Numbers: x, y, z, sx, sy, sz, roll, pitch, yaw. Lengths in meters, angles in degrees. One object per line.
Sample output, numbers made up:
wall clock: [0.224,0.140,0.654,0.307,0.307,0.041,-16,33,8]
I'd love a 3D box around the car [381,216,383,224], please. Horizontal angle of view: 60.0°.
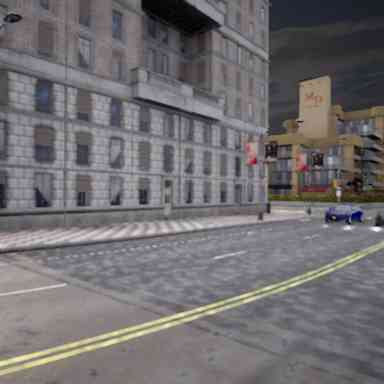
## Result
car: [9.063,1.668,12.952,1.812,1.442,4.674,0,0,42]

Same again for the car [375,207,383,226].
car: [15.258,1.773,25.051,1.837,1.490,4.892,0,-1,42]

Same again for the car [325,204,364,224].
car: [12.536,1.734,27.261,1.882,1.535,5.008,0,-1,42]
